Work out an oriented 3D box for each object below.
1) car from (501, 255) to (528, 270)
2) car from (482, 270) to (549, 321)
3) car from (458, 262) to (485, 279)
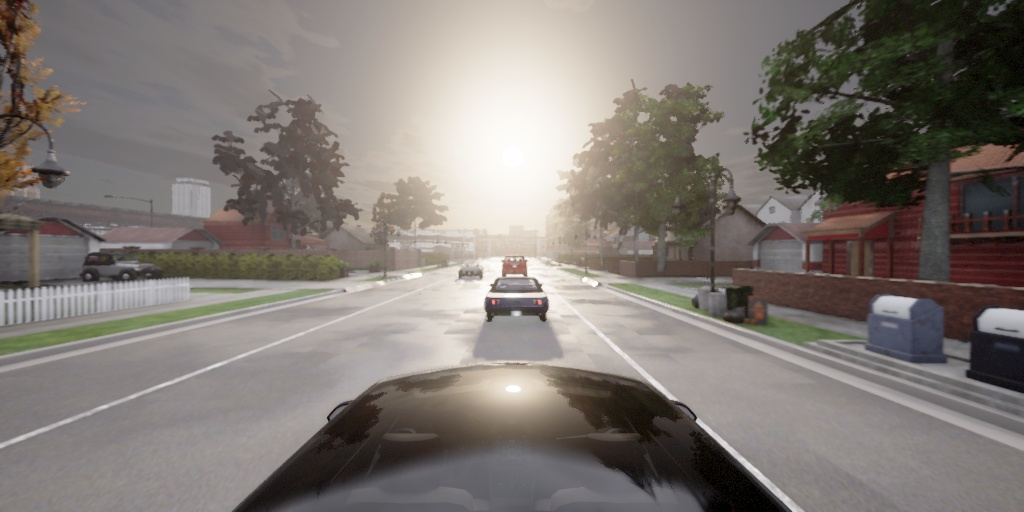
[{"bbox_3d":[0.224,0.902,31.391,2.150,2.045,5.566,0,0,0],"label":"car"},{"bbox_3d":[0.141,1.345,12.424,1.895,1.301,4.718,0,0,0],"label":"car"},{"bbox_3d":[-3.471,1.242,31.274,1.994,1.385,4.181,0,0,0],"label":"car"}]
